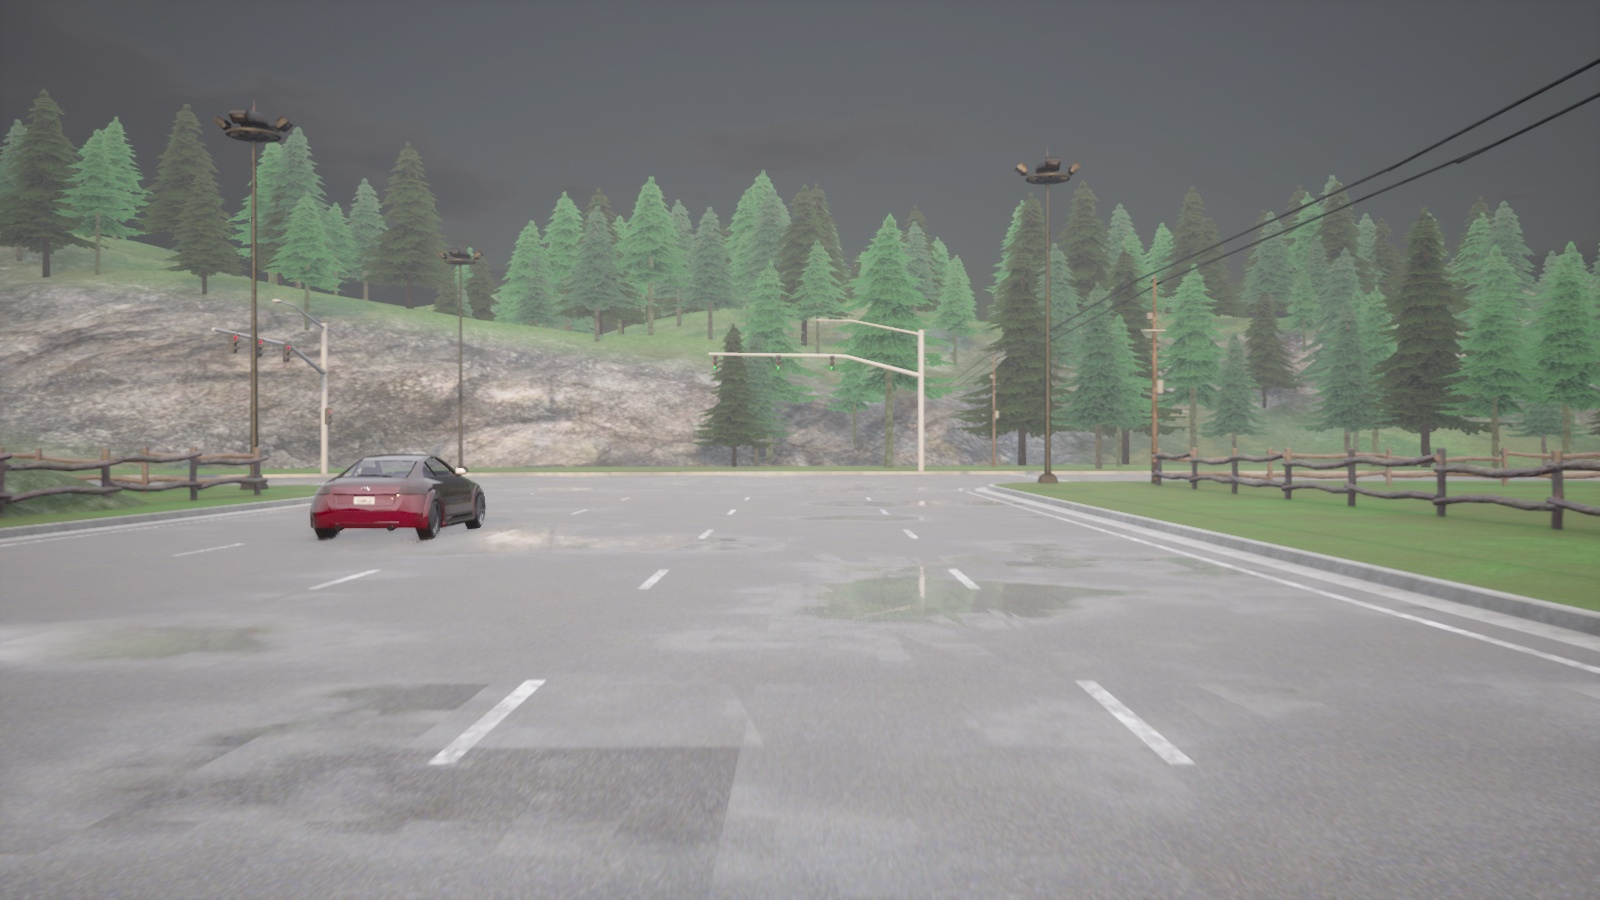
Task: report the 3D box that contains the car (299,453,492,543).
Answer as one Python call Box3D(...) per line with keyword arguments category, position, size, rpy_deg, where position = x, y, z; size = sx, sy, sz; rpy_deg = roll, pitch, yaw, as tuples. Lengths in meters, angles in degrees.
Box3D(category="car", position=(-6.860, 0.754, 21.801), size=(1.994, 1.385, 4.181), rpy_deg=(0, 0, 0))
